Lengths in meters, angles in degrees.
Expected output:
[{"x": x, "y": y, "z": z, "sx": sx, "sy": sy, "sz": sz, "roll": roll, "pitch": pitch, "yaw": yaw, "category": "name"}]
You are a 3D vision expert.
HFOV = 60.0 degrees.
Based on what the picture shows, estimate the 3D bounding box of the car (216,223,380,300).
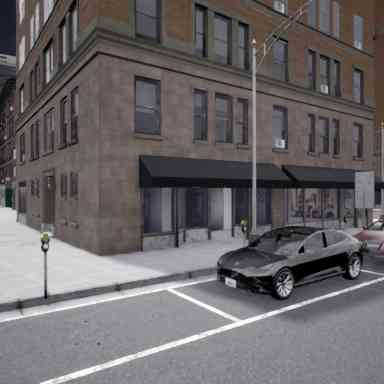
[{"x": 2.599, "y": 1.566, "z": 8.382, "sx": 4.313, "sy": 1.339, "sz": 1.947, "roll": 0, "pitch": 0, "yaw": -35, "category": "car"}]

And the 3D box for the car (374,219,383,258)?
[{"x": 7.080, "y": 1.582, "z": 11.573, "sx": 4.206, "sy": 1.307, "sz": 1.802, "roll": 0, "pitch": 0, "yaw": -35, "category": "car"}]
